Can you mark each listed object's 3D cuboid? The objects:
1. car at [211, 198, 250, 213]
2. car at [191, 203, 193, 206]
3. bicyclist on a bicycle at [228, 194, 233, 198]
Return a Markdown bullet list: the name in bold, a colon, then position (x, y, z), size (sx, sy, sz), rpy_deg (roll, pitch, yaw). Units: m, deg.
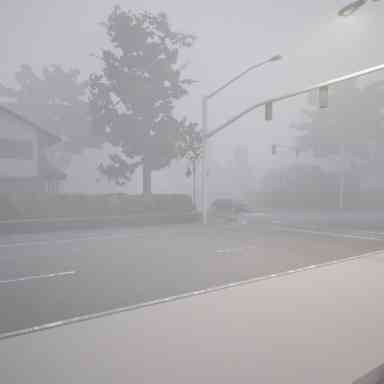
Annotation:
- **car**: position (4.081, 1.416, 35.739), size (1.837, 1.490, 4.892), rpy_deg (0, 0, -36)
- **car**: position (-1.823, 1.241, 43.779), size (2.097, 1.767, 4.553), rpy_deg (0, 0, -36)
- **bicyclist on a bicycle**: position (5.860, 1.176, 51.028), size (1.656, 1.620, 0.582), rpy_deg (0, 0, -36)
